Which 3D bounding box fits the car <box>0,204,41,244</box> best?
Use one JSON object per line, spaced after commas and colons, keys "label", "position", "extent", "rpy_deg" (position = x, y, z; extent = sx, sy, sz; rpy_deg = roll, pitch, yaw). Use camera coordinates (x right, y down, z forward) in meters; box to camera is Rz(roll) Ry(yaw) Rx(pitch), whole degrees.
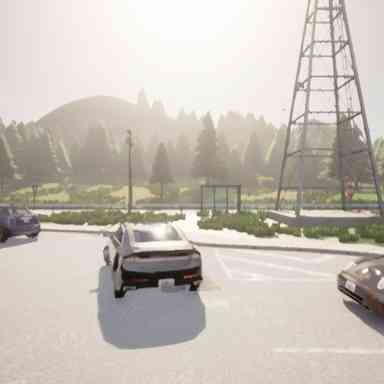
{"label": "car", "position": [-9.572, 1.341, 15.686], "extent": [4.553, 1.767, 2.097], "rpy_deg": [0, 0, 16]}

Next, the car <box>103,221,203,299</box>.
{"label": "car", "position": [-1.179, 1.486, 8.576], "extent": [2.128, 1.511, 4.902], "rpy_deg": [0, 0, -17]}

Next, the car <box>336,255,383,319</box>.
{"label": "car", "position": [4.890, 1.517, 6.199], "extent": [3.905, 1.438, 1.784], "rpy_deg": [0, 0, 0]}
